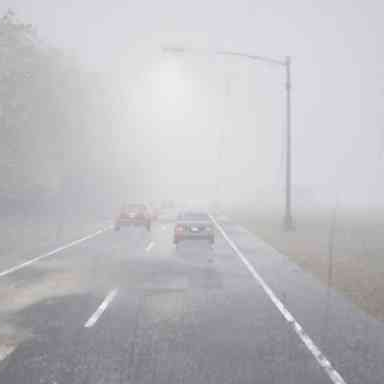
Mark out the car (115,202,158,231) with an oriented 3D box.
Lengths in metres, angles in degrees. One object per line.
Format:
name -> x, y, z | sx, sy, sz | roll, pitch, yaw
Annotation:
car -> -3.400, 1.393, 21.028 | 2.097, 1.767, 4.553 | 0, 0, 0

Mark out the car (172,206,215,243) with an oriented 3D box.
car -> 0.099, 1.579, 16.105 | 2.033, 1.411, 5.357 | 0, 0, 0

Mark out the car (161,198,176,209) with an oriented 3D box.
car -> -3.402, 1.589, 47.933 | 1.837, 1.490, 4.892 | 0, 0, 0
